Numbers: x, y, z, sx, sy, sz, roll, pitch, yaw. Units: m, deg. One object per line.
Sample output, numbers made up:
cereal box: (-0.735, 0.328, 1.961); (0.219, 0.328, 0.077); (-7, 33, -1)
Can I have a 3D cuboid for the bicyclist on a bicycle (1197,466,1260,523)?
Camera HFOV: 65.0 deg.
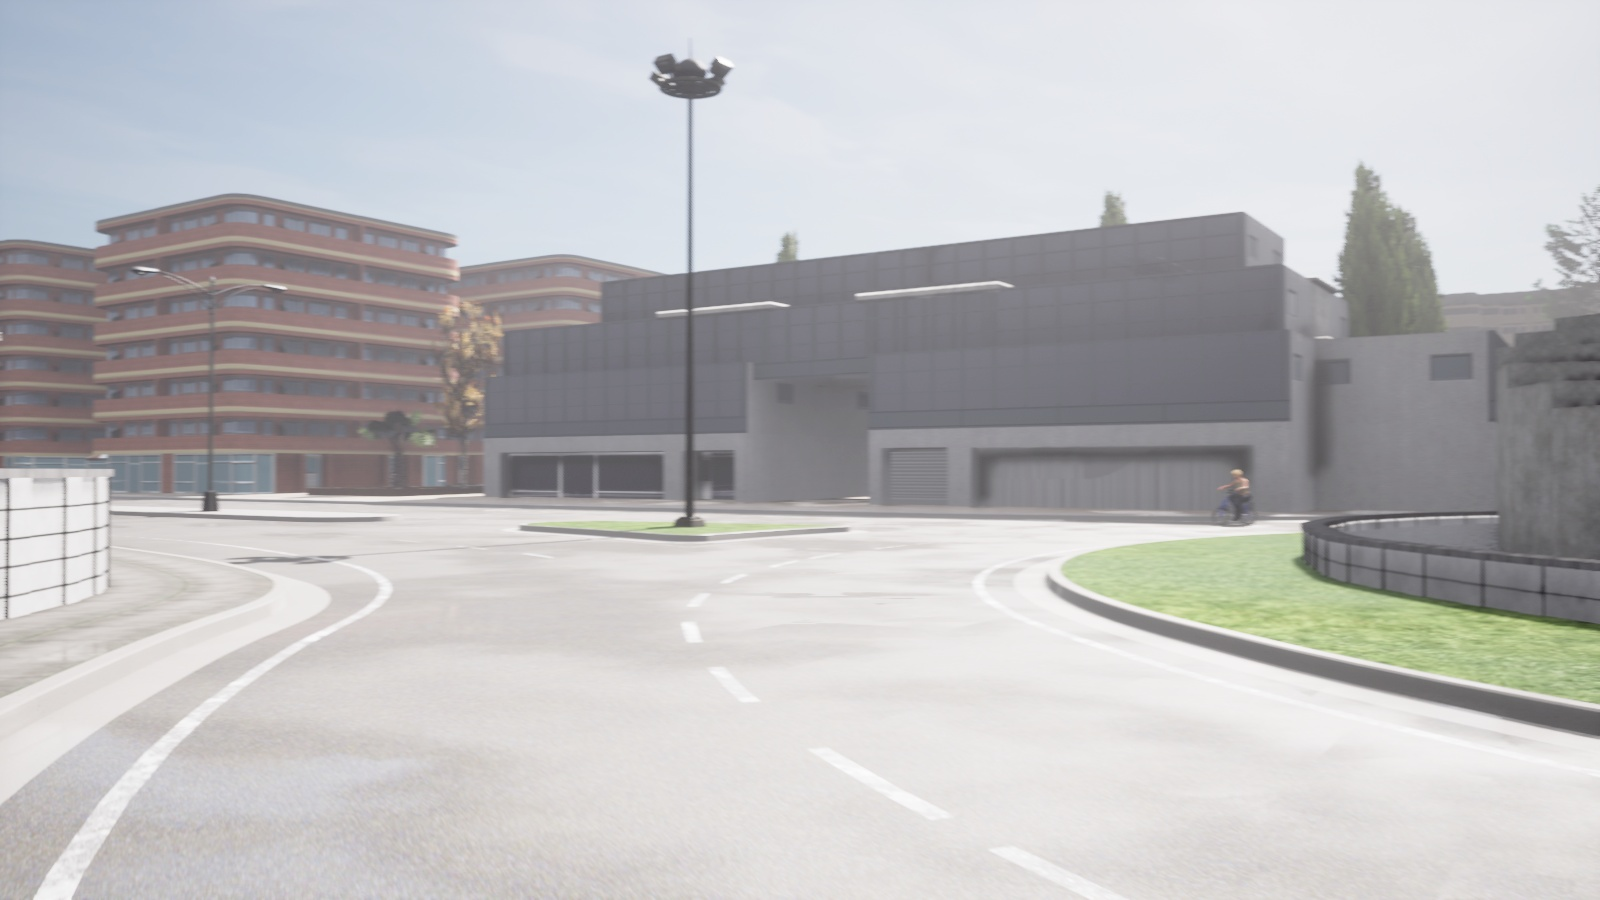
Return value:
bicyclist on a bicycle: (12.374, 1.269, 36.253); (1.509, 1.612, 0.866); (0, 0, -19)
